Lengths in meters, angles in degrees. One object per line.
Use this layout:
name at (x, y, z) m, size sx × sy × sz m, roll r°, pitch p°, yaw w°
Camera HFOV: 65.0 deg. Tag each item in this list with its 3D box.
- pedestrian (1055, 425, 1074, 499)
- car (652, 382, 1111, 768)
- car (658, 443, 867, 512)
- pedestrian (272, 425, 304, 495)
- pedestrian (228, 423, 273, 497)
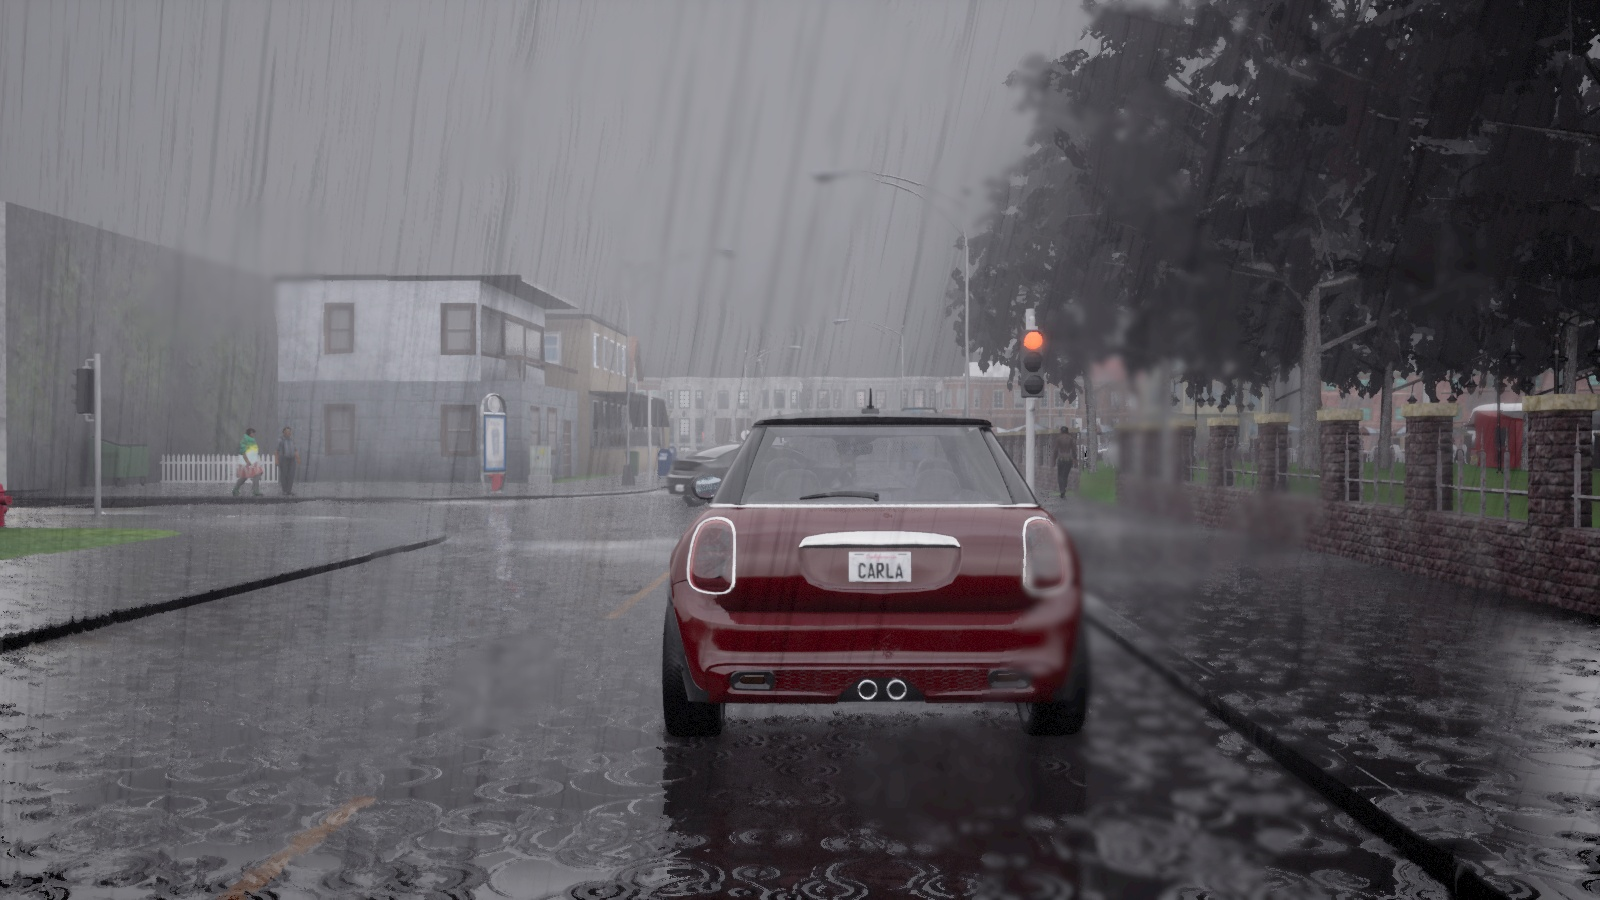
pedestrian at (6.523, 0.286, 31.006) m, size 0.328 × 1.805 × 0.869 m, roll 0°, pitch 0°, yaw 2°
car at (0.361, 0.560, 8.016) m, size 2.097 × 1.767 × 4.553 m, roll 0°, pitch 0°, yaw 0°
car at (-0.814, 0.583, 29.762) m, size 4.892 × 1.490 × 1.837 m, roll 0°, pitch 1°, yaw -41°
pedestrian at (-13.722, 0.255, 33.651) m, size 0.694 × 1.848 × 0.540 m, roll 0°, pitch 0°, yaw 43°
pedestrian at (-14.514, 0.257, 33.193) m, size 0.873 × 1.952 × 0.659 m, roll 0°, pitch 0°, yaw 16°
